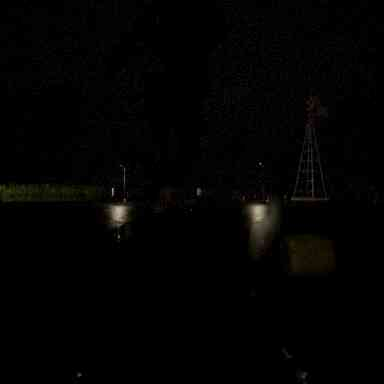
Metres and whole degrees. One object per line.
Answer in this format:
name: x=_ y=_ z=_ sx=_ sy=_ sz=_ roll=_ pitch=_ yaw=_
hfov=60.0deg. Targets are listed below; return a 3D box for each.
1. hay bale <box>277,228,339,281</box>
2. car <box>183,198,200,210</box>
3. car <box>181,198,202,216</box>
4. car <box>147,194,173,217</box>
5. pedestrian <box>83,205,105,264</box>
hay bale: x=3.097 y=1.652 z=9.051 sx=1.220 sy=1.180 sz=1.240 roll=1 pitch=1 yaw=0
car: x=-0.089 y=1.509 z=43.896 sx=2.033 sy=1.411 sz=5.357 roll=0 pitch=0 yaw=0
car: x=-0.040 y=1.453 z=32.778 sx=1.882 sy=1.535 sz=5.008 roll=0 pitch=0 yaw=0
car: x=-2.979 y=1.198 z=31.819 sx=2.150 sy=2.045 sz=5.566 roll=0 pitch=0 yaw=0
pedestrian: x=-2.987 y=1.289 z=10.116 sx=0.375 sy=1.860 sz=0.375 roll=-1 pitch=1 yaw=0
